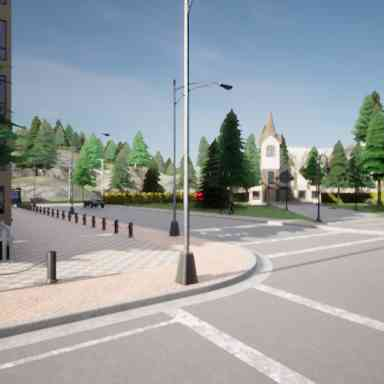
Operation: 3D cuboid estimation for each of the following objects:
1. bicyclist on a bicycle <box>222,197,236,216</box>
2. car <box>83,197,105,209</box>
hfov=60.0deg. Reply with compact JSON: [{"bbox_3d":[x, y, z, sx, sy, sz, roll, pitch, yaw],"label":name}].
[{"bbox_3d":[3.196,1.284,28.597,1.656,1.620,0.582,0,0,-35],"label":"bicyclist on a bicycle"},{"bbox_3d":[-13.599,1.488,45.963,1.837,1.490,4.892,0,0,-34],"label":"car"}]
